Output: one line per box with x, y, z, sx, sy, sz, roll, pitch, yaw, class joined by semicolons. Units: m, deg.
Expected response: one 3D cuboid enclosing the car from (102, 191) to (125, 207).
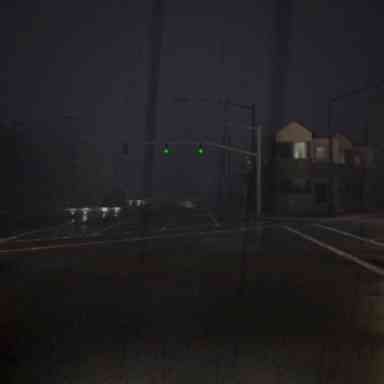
-10.568;0.859;45.361;2.150;2.045;5.566;0;1;0;car

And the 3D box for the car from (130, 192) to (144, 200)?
-10.490;0.816;63.137;1.812;1.442;4.674;0;0;0;car

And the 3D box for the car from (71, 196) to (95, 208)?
-14.077;1.219;43.172;1.812;1.442;4.674;0;1;0;car

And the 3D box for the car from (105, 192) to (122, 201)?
-14.020;0.797;59.959;1.882;1.535;5.008;0;1;1;car
